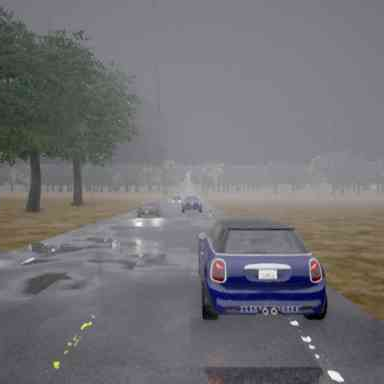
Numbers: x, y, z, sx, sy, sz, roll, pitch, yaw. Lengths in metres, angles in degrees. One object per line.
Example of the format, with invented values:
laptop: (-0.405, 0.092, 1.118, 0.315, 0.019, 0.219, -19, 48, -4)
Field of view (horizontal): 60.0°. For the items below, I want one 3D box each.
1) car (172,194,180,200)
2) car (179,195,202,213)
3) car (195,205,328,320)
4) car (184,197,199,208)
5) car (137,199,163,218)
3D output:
car: (-3.663, 1.218, 79.488, 1.882, 1.535, 5.008, 0, 0, 0)
car: (-0.002, 1.251, 36.207, 2.097, 1.767, 4.553, 0, 0, 0)
car: (1.210, 1.333, 7.450, 2.097, 1.767, 4.553, 0, 0, 0)
car: (-0.054, 1.426, 46.363, 1.994, 1.385, 4.181, 0, 0, 0)
car: (-3.658, 1.424, 29.373, 1.837, 1.490, 4.892, 0, 0, 0)
